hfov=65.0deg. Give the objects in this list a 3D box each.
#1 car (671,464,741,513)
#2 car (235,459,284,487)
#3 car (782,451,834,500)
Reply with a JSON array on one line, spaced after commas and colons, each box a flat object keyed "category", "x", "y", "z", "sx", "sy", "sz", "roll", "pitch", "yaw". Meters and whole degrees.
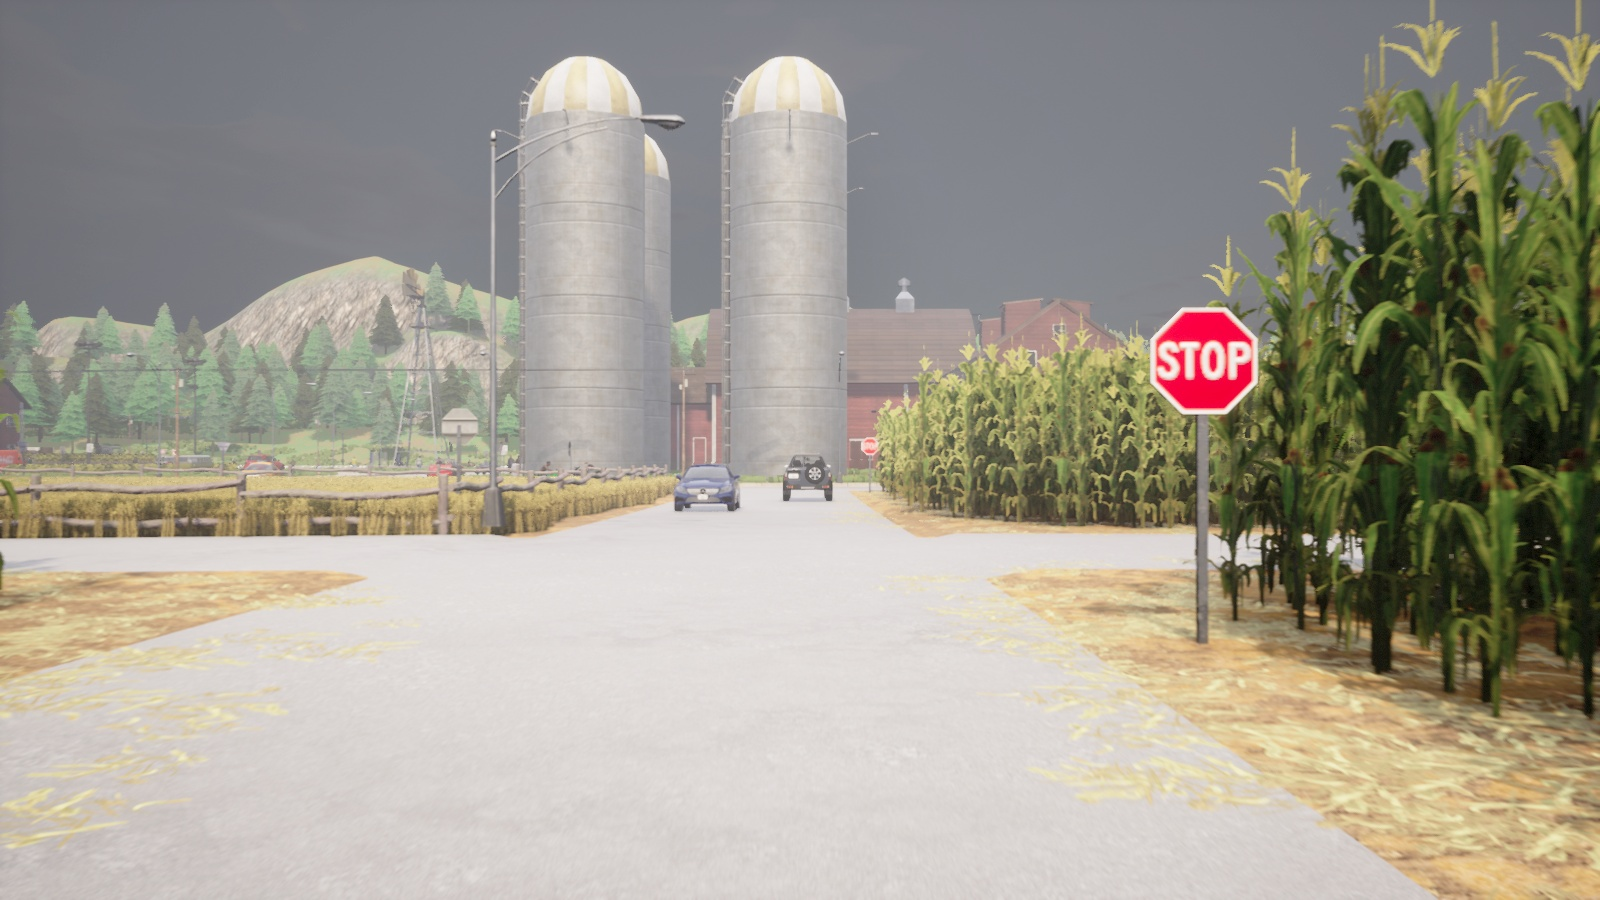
[{"category": "car", "x": -2.863, "y": 1.156, "z": 39.189, "sx": 1.812, "sy": 1.442, "sz": 4.674, "roll": 0, "pitch": -1, "yaw": 0}, {"category": "car", "x": -31.078, "y": 1.304, "z": 72.330, "sx": 1.801, "sy": 1.575, "sz": 5.366, "roll": 0, "pitch": 0, "yaw": -15}, {"category": "car", "x": 0.295, "y": 1.038, "z": 49.088, "sx": 1.932, "sy": 1.855, "sz": 4.605, "roll": 0, "pitch": -2, "yaw": 0}]
